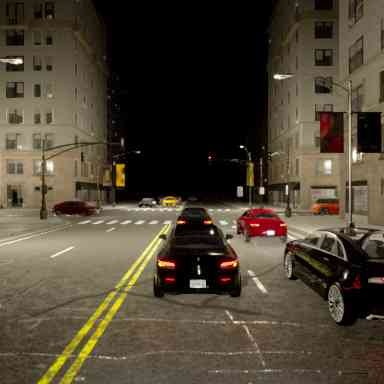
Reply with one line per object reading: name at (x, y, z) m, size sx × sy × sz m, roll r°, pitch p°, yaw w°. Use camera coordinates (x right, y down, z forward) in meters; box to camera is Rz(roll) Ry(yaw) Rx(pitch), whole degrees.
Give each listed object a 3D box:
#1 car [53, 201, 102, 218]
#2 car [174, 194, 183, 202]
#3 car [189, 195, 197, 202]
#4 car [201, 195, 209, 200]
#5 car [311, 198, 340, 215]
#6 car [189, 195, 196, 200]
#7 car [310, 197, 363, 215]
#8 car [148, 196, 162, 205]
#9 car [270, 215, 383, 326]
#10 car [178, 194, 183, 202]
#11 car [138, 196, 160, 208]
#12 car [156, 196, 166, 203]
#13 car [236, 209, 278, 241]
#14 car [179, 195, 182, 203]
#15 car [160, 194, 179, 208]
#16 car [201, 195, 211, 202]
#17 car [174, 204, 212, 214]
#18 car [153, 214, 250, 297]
car at (-10.446, 1.516, 30.273) m, size 4.674 × 1.442 × 1.812 m, roll 0°, pitch -1°, yaw 21°
car at (-3.127, 1.350, 78.165) m, size 2.097 × 1.767 × 4.553 m, roll 0°, pitch 0°, yaw 0°
car at (0.124, 1.609, 78.514) m, size 1.895 × 1.301 × 4.718 m, roll 0°, pitch 0°, yaw 0°
car at (3.389, 1.437, 88.482) m, size 1.994 × 1.385 × 4.181 m, roll 0°, pitch 0°, yaw 0°
car at (13.802, 1.395, 31.440) m, size 4.553 × 1.767 × 2.097 m, roll 0°, pitch 0°, yaw 1°
car at (0.139, 1.437, 88.487) m, size 1.994 × 1.385 × 4.181 m, roll 0°, pitch 0°, yaw 0°
car at (14.814, 1.409, 34.384) m, size 4.553 × 1.767 × 2.097 m, roll 0°, pitch 0°, yaw 1°
car at (-6.487, 1.522, 58.864) m, size 1.837 × 1.490 × 4.892 m, roll 0°, pitch 0°, yaw 0°
car at (3.348, 1.492, 7.027) m, size 2.128 × 1.511 × 4.902 m, roll 0°, pitch 0°, yaw 1°
car at (-3.154, 1.370, 68.204) m, size 2.097 × 1.767 × 4.553 m, roll 0°, pitch 0°, yaw 0°
car at (-6.492, 1.563, 49.125) m, size 2.033 × 1.411 × 5.357 m, roll 0°, pitch 0°, yaw 4°
car at (-6.392, 1.544, 69.017) m, size 1.812 × 1.442 × 4.674 m, roll 0°, pitch 0°, yaw 0°
car at (3.273, 1.528, 16.122) m, size 1.812 × 1.442 × 4.674 m, roll 0°, pitch 0°, yaw 0°
car at (-3.236, 1.618, 58.752) m, size 1.895 × 1.301 × 4.718 m, roll 0°, pitch 0°, yaw 0°
car at (-3.276, 1.493, 49.414) m, size 1.882 × 1.535 × 5.008 m, roll 0°, pitch 0°, yaw -1°
car at (3.373, 1.553, 78.062) m, size 2.033 × 1.411 × 5.357 m, roll 0°, pitch 0°, yaw 0°
car at (0.125, 1.529, 17.334) m, size 1.812 × 1.442 × 4.674 m, roll 0°, pitch 0°, yaw 0°
car at (0.109, 1.527, 8.425) m, size 1.812 × 1.442 × 4.674 m, roll 0°, pitch 0°, yaw 0°
